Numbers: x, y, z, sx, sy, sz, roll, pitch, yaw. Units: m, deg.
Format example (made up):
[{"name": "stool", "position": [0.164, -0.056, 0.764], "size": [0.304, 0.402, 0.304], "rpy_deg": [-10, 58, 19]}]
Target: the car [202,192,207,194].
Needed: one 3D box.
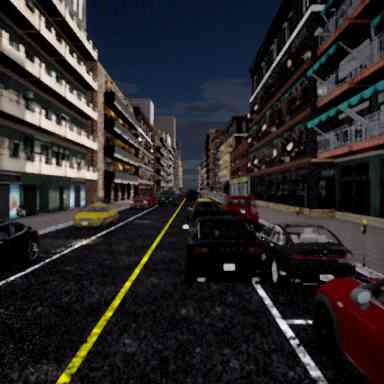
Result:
[{"name": "car", "position": [2.757, 0.770, 71.025], "size": [1.752, 1.417, 4.829], "rpy_deg": [0, 1, 0]}]

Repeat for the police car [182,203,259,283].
[{"name": "police car", "position": [0.762, 1.326, 9.463], "size": [1.930, 1.638, 5.238], "rpy_deg": [0, 1, 0]}]

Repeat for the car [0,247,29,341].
[{"name": "car", "position": [-3.100, 1.503, 2.048], "size": [1.812, 1.442, 4.674], "rpy_deg": [0, 1, 0]}]

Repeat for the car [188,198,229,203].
[{"name": "car", "position": [0.838, 1.307, 19.360], "size": [1.837, 1.490, 4.892], "rpy_deg": [0, 0, 0]}]

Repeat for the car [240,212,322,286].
[{"name": "car", "position": [2.699, 1.457, 8.858], "size": [2.008, 1.369, 4.403], "rpy_deg": [0, 1, 0]}]

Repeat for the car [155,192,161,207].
[{"name": "car", "position": [-5.650, 0.865, 42.685], "size": [2.192, 1.841, 5.009], "rpy_deg": [0, 1, 0]}]

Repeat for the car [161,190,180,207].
[{"name": "car", "position": [-3.056, 0.767, 43.036], "size": [2.150, 2.045, 5.566], "rpy_deg": [0, 1, 0]}]

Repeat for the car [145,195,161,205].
[{"name": "car", "position": [-5.646, 1.072, 48.324], "size": [1.802, 1.307, 4.206], "rpy_deg": [0, 1, 0]}]

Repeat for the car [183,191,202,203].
[{"name": "car", "position": [0.056, 1.016, 46.338], "size": [1.837, 1.490, 4.892], "rpy_deg": [0, 1, 0]}]

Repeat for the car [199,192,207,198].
[{"name": "car", "position": [2.767, 0.669, 82.127], "size": [1.887, 1.381, 4.507], "rpy_deg": [0, 1, 0]}]

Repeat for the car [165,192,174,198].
[{"name": "car", "position": [-5.613, 0.670, 82.140], "size": [1.887, 1.381, 4.507], "rpy_deg": [0, 1, 0]}]

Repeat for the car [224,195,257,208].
[{"name": "car", "position": [2.710, 1.103, 20.128], "size": [2.192, 1.841, 5.009], "rpy_deg": [0, 1, 0]}]

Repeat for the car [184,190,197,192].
[{"name": "car", "position": [0.055, 0.586, 59.929], "size": [2.150, 2.045, 5.566], "rpy_deg": [0, 1, 0]}]

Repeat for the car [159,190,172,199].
[{"name": "car", "position": [-5.623, 0.563, 70.865], "size": [2.192, 1.841, 5.009], "rpy_deg": [0, 1, 0]}]

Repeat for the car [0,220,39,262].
[{"name": "car", "position": [-5.683, 1.473, 8.869], "size": [1.947, 1.339, 4.313], "rpy_deg": [0, 1, 0]}]

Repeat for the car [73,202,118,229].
[{"name": "car", "position": [-5.672, 1.316, 19.972], "size": [1.752, 1.417, 4.829], "rpy_deg": [0, 1, 0]}]

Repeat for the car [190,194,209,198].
[{"name": "car", "position": [0.922, 1.186, 25.546], "size": [1.801, 1.575, 5.366], "rpy_deg": [0, 1, 0]}]

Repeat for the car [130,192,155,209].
[{"name": "car", "position": [-5.656, 1.050, 37.050], "size": [1.967, 1.590, 4.097], "rpy_deg": [0, 1, 0]}]

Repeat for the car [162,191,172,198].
[{"name": "car", "position": [-5.619, 0.627, 76.502], "size": [1.967, 1.590, 4.097], "rpy_deg": [0, 1, 0]}]

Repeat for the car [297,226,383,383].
[{"name": "car", "position": [2.693, 1.405, 3.222], "size": [1.967, 1.590, 4.097], "rpy_deg": [0, 1, 0]}]
